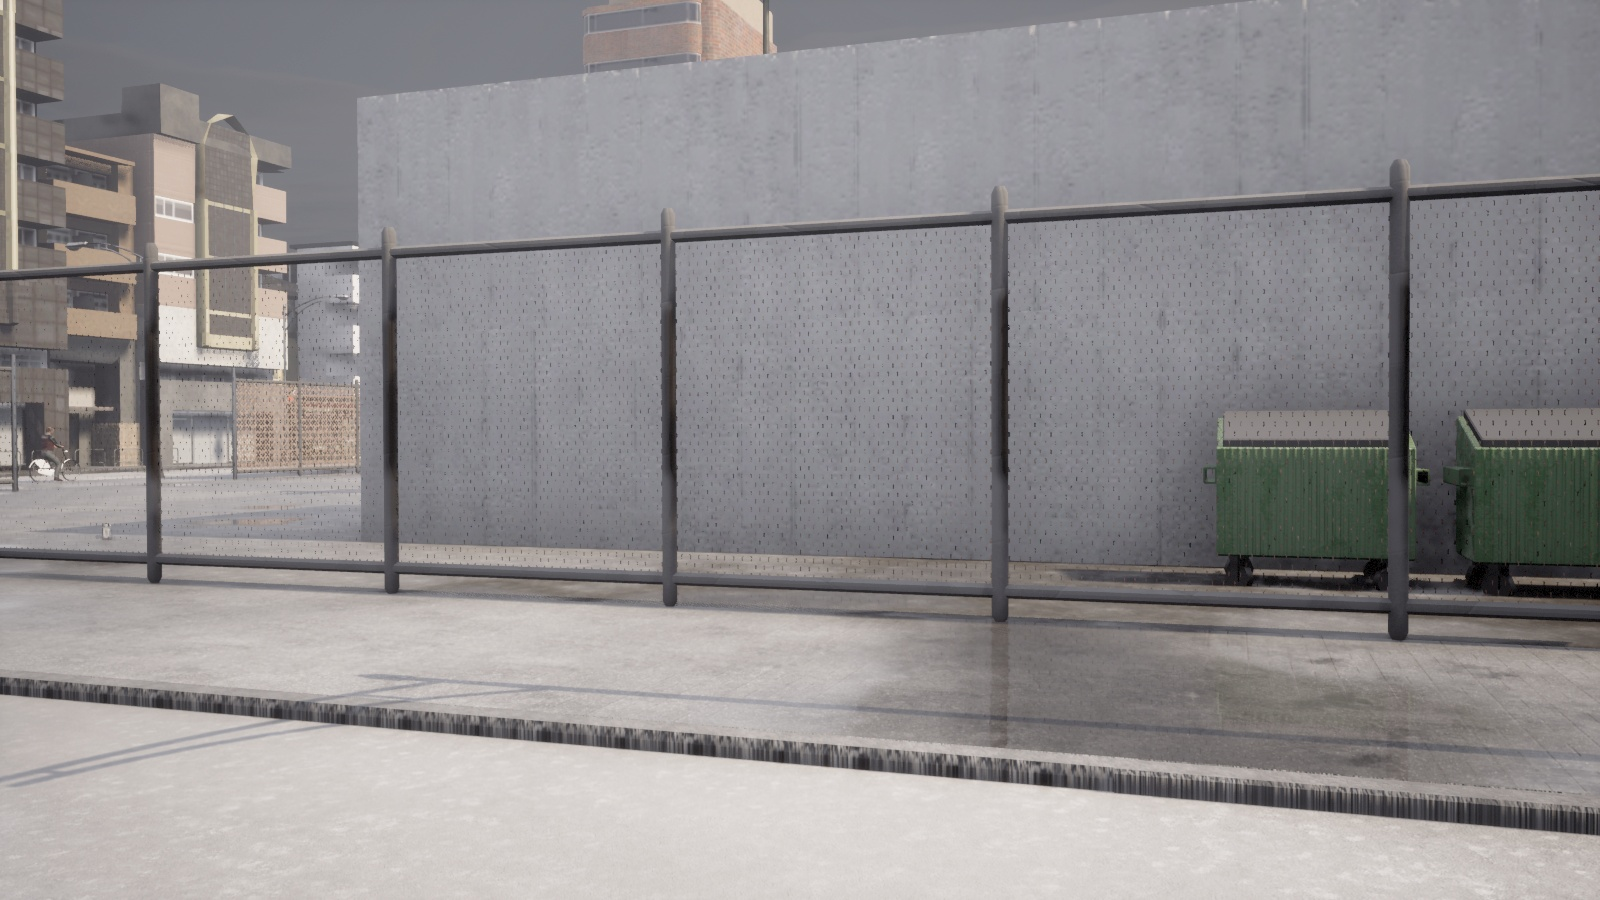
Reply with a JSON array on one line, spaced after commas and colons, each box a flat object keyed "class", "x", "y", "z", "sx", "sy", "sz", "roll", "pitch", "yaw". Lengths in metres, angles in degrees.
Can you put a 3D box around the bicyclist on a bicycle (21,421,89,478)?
[{"class": "bicyclist on a bicycle", "x": -23.671, "y": -0.031, "z": 39.939, "sx": 0.659, "sy": 1.776, "sz": 1.843, "roll": 1, "pitch": 1, "yaw": 19}]
